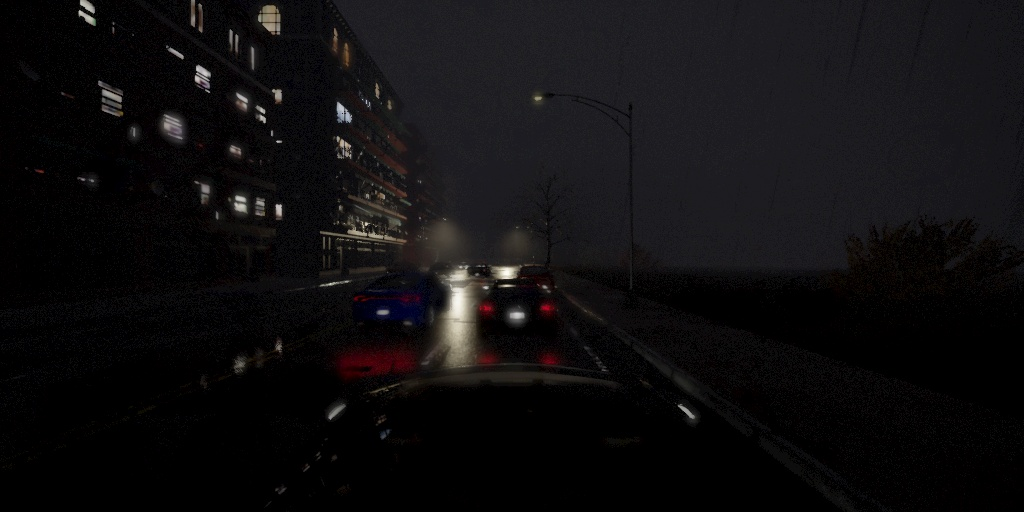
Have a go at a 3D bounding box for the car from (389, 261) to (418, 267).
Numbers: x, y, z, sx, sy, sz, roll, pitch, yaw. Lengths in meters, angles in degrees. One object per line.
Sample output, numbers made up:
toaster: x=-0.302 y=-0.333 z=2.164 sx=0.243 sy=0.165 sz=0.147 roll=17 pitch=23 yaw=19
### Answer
car: x=-9.822 y=1.230 z=32.370 sx=1.882 sy=1.535 sz=5.008 roll=0 pitch=0 yaw=0

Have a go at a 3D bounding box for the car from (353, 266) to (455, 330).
car: x=-3.141 y=1.229 z=11.201 sx=1.882 sy=1.535 sz=5.008 roll=0 pitch=0 yaw=0

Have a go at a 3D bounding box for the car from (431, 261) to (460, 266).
car: x=-6.570 y=1.244 z=33.758 sx=2.128 sy=1.511 sz=4.902 roll=0 pitch=0 yaw=0

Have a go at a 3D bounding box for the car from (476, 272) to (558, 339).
car: x=0.111 y=1.315 z=10.084 sx=1.994 sy=1.385 sz=4.181 roll=0 pitch=0 yaw=0

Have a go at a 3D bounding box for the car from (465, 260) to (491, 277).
car: x=-3.117 y=1.353 z=34.784 sx=1.895 sy=1.301 sz=4.718 roll=0 pitch=0 yaw=0

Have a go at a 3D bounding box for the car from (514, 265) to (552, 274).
car: x=1.154 y=1.230 z=19.004 sx=1.882 sy=1.535 sz=5.008 roll=0 pitch=0 yaw=0
